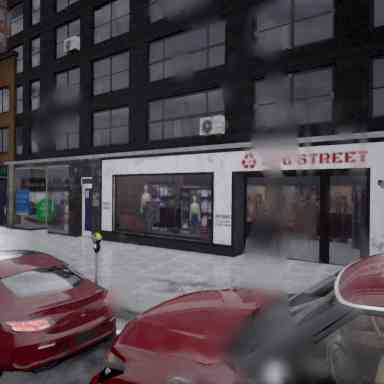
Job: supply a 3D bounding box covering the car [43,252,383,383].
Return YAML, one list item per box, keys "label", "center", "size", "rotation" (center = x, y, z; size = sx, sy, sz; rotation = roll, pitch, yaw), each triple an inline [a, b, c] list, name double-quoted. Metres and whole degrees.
- label: "car"
  center: [1.588, 1.315, 1.941]
  size: [5.009, 1.841, 2.192]
  rotation: [0, 1, 35]

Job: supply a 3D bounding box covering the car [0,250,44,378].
- label: "car"
  center: [-2.965, 1.580, 5.176]
  size: [4.206, 1.307, 1.802]
  rotation: [0, 1, 35]
